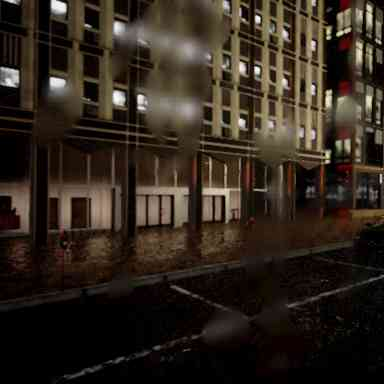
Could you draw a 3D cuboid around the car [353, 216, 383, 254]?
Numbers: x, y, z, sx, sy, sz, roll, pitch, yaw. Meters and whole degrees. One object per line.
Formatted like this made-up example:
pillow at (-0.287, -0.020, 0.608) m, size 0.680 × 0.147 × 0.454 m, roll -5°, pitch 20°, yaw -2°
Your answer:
car at (7.514, 1.464, 11.895) m, size 4.403 × 1.369 × 2.008 m, roll 0°, pitch 1°, yaw -35°
